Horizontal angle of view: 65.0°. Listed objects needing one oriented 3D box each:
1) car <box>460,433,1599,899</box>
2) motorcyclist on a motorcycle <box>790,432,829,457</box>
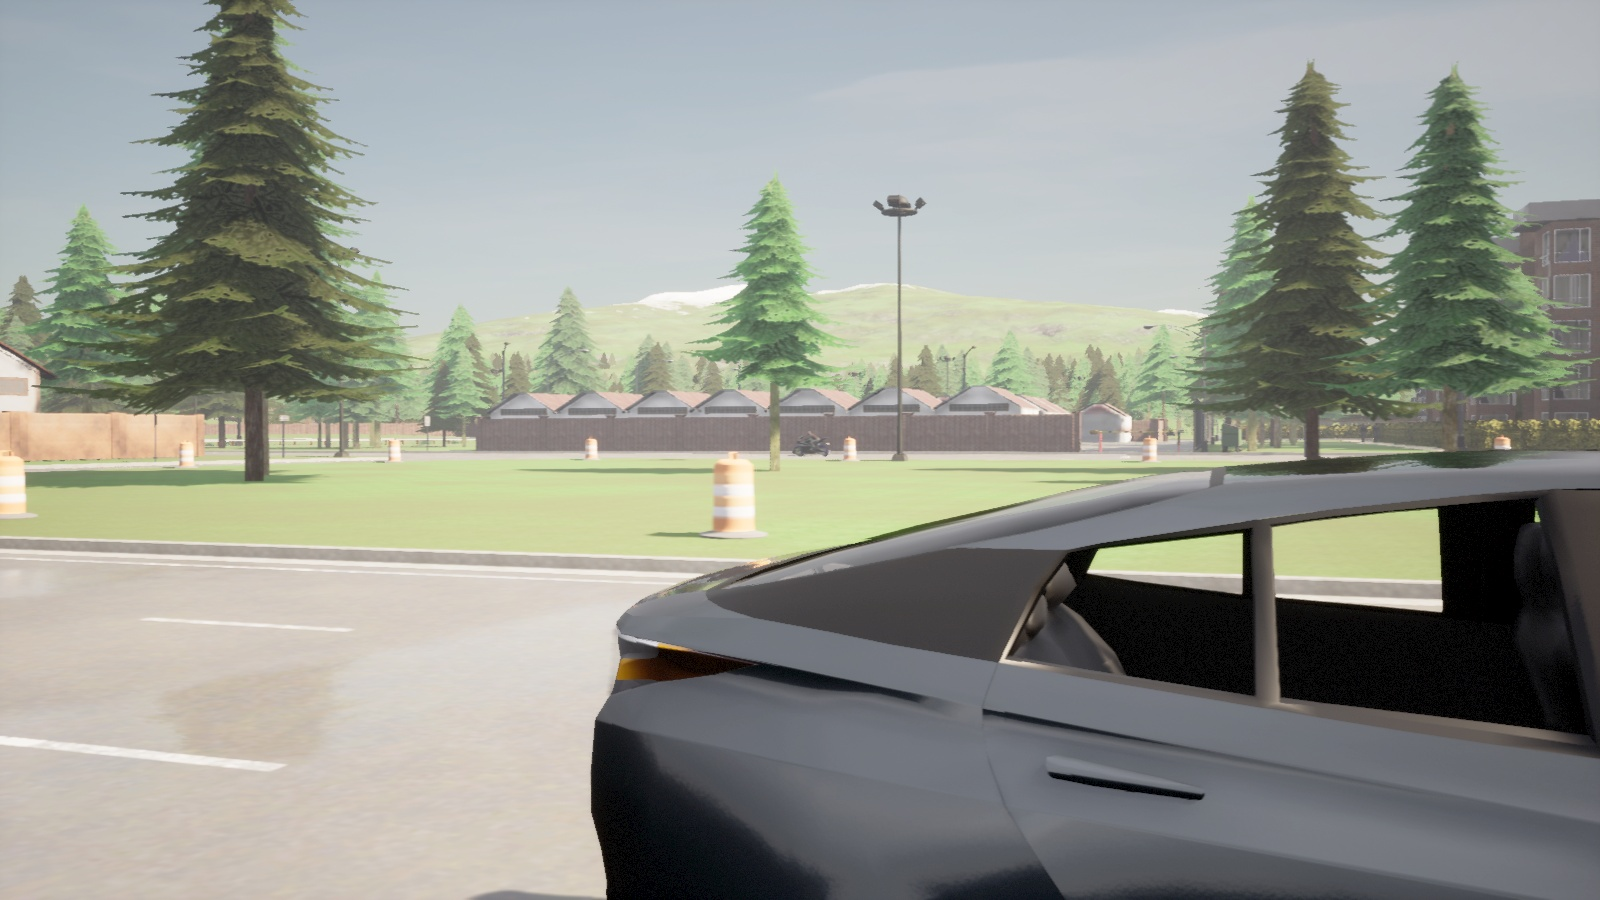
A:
[{"bbox_3d":[1.823,0.739,2.579,4.514,1.525,2.007,1,1,19],"label":"car"},{"bbox_3d":[0.568,-0.339,75.427,2.191,1.530,0.866,0,1,19],"label":"motorcyclist on a motorcycle"}]
